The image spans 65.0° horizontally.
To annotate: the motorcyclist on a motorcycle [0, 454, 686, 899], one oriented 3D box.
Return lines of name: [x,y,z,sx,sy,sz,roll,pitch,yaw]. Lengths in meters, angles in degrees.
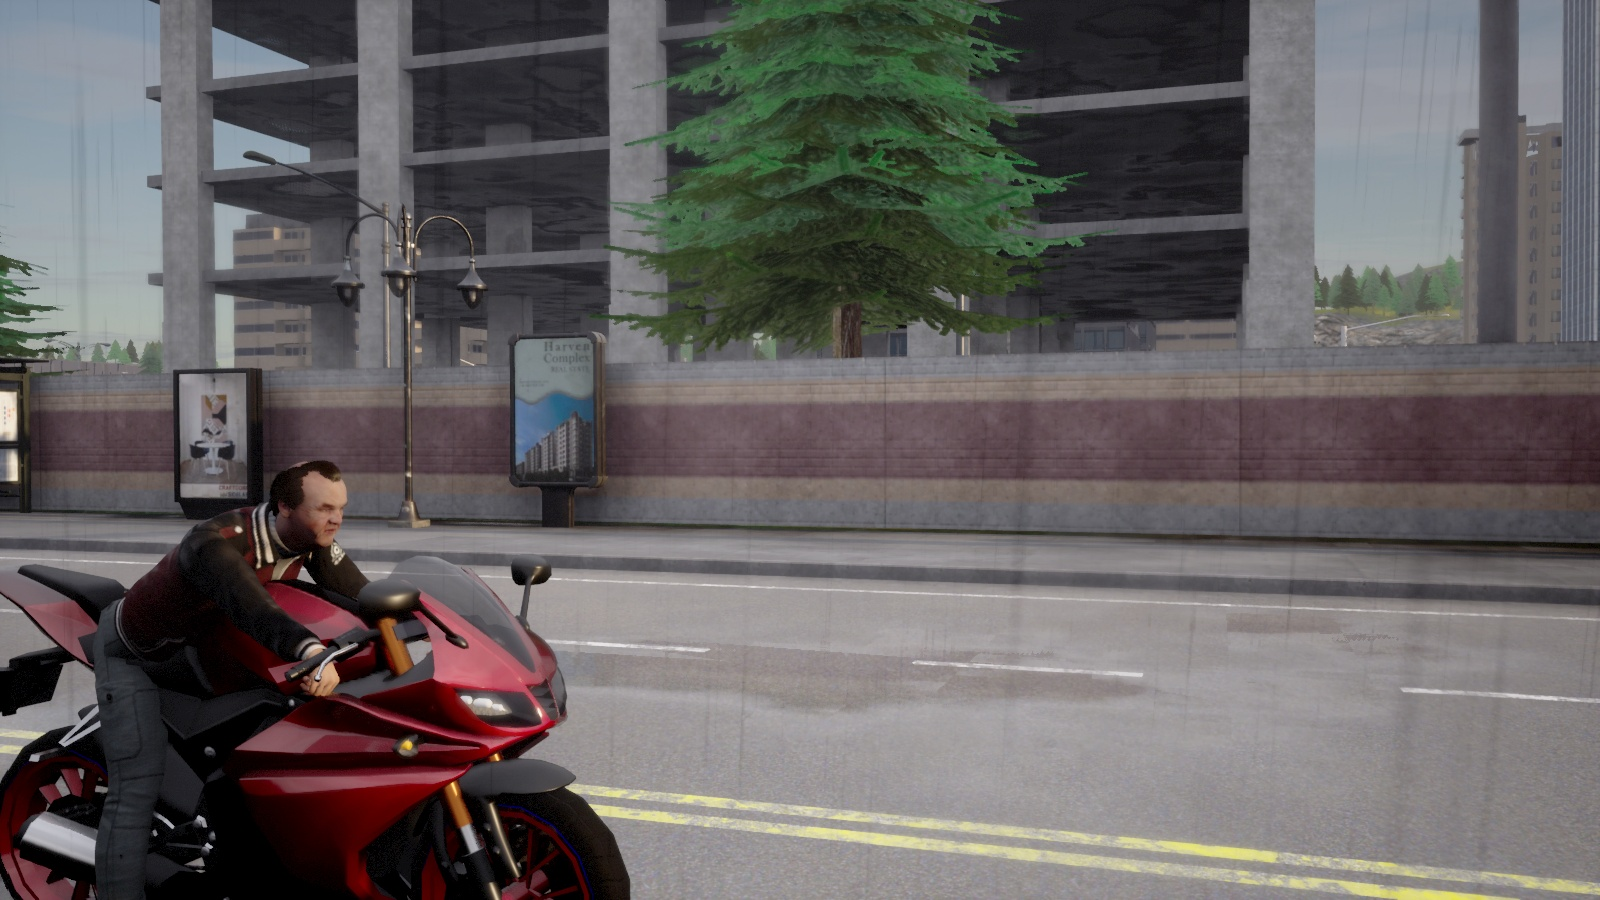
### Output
motorcyclist on a motorcycle: [-1.520,0.797,3.704,2.191,1.530,0.866,1,1,19]
